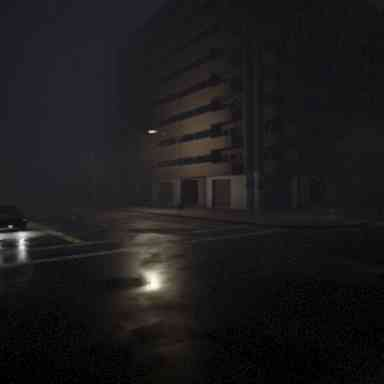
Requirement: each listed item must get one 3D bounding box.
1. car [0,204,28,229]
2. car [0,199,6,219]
[{"bbox_3d":[-11.530,1.503,20.388,2.033,1.411,5.357,-1,1,-36],"label":"car"},{"bbox_3d":[-17.632,1.424,28.698,2.128,1.511,4.902,-1,1,-36],"label":"car"}]
